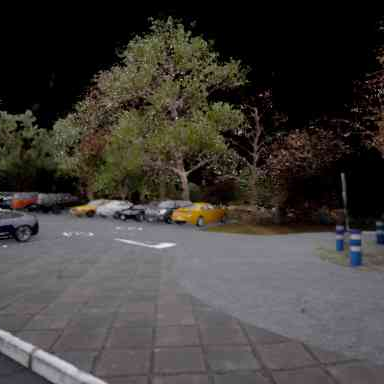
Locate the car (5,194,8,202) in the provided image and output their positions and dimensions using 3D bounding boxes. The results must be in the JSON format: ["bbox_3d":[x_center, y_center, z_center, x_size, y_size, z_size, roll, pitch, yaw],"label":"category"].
[{"bbox_3d":[-19.493,1.270,38.161,2.163,1.488,4.792,1,0,36],"label":"car"}]

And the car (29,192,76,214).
[{"bbox_3d":[-12.666,1.076,33.204,2.435,2.045,5.566,1,1,36],"label":"car"}]

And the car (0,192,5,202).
[{"bbox_3d":[-13.638,1.176,17.745,2.435,2.045,5.566,1,0,36],"label":"car"}]

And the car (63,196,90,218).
[{"bbox_3d":[-8.312,1.386,29.777,1.946,1.575,5.366,1,1,36],"label":"car"}]

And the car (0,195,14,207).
[{"bbox_3d":[-26.124,1.199,42.946,2.097,1.535,5.008,0,0,36],"label":"car"}]

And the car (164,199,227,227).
[{"bbox_3d":[0.660,1.512,23.486,2.097,1.535,5.008,1,0,36],"label":"car"}]

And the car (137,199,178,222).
[{"bbox_3d":[-1.560,1.355,25.143,2.185,1.767,4.553,1,1,36],"label":"car"}]

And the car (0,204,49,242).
[{"bbox_3d":[-9.182,1.519,14.438,2.163,1.488,4.792,1,0,36],"label":"car"}]

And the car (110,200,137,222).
[{"bbox_3d":[-3.738,1.481,26.649,2.163,1.488,4.792,1,0,36],"label":"car"}]

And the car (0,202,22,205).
[{"bbox_3d":[-11.408,1.458,16.097,2.097,1.535,5.008,1,0,36],"label":"car"}]

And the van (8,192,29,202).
[{"bbox_3d":[-17.198,1.040,36.603,1.878,1.987,4.442,1,0,36],"label":"van"}]

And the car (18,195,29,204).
[{"bbox_3d":[-14.943,1.325,34.786,2.163,1.488,4.792,1,0,36],"label":"car"}]

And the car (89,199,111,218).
[{"bbox_3d":[-5.964,1.460,28.298,2.002,1.452,4.674,1,0,36],"label":"car"}]
